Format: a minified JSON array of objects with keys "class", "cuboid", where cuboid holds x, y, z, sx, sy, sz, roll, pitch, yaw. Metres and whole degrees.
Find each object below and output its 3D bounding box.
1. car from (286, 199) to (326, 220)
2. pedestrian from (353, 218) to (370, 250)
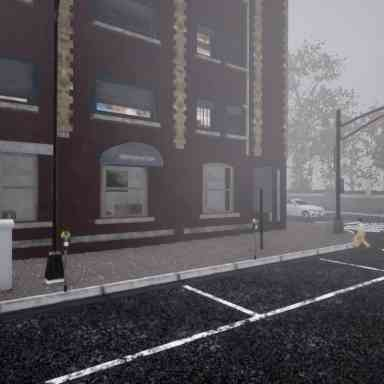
[{"class":"car","cuboid":[8.008,1.256,25.815,1.812,1.442,4.674,0,1,-36]},{"class":"pedestrian","cuboid":[6.675,1.577,13.075,0.375,1.300,0.375,0,0,-36]}]
